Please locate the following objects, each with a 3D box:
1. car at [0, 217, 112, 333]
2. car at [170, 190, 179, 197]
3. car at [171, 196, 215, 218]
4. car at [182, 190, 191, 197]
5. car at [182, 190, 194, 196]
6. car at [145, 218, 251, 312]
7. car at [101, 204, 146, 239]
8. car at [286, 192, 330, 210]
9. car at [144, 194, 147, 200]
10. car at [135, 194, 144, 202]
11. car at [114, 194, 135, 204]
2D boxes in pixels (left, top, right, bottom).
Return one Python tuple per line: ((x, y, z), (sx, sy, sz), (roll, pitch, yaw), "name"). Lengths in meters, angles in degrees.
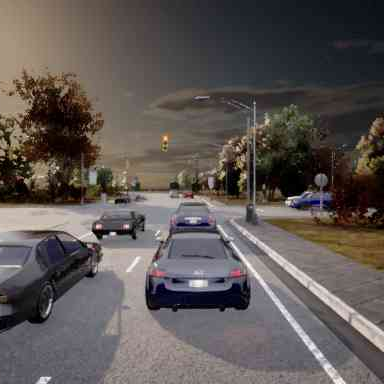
((-3.417, 1.528, 7.067), (2.033, 1.411, 5.357), (0, 0, -1), "car")
((-4.320, 0.886, 84.154), (1.994, 1.385, 4.181), (0, 1, -4), "car")
((0.044, 1.271, 16.389), (2.097, 1.767, 4.553), (0, 0, 0), "car")
((-1.589, 0.393, 94.123), (2.097, 1.767, 4.553), (0, 1, -7), "car")
((-0.772, 0.566, 83.475), (2.150, 2.045, 5.566), (0, 1, -4), "car")
((0.081, 1.541, 7.755), (1.994, 1.385, 4.181), (0, 0, -1), "car")
((-3.477, 1.518, 16.711), (1.895, 1.301, 4.718), (0, 0, -1), "car")
((14.021, 0.993, 37.455), (5.566, 2.045, 2.150), (0, 0, -3), "car")
((-10.842, 1.095, 71.260), (1.895, 1.301, 4.718), (0, 1, -1), "car")
((-10.800, 1.089, 61.303), (2.128, 1.511, 4.902), (0, 1, 0), "car")
((-10.789, 1.269, 52.201), (1.895, 1.301, 4.718), (0, 0, 0), "car")
